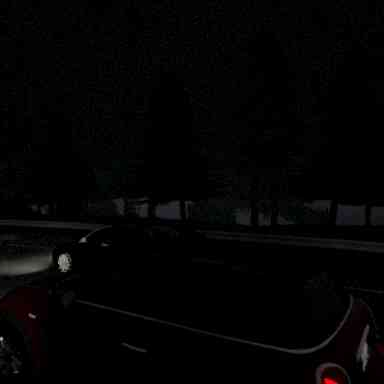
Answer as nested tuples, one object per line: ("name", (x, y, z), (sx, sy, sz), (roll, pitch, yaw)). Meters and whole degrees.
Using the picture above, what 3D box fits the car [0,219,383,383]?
("car", (-0.370, 1.344, 3.863), (4.553, 1.767, 2.097), (0, 0, 34))

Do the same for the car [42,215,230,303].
("car", (-1.614, 1.492, 8.775), (4.892, 1.490, 1.837), (0, 0, 32))
